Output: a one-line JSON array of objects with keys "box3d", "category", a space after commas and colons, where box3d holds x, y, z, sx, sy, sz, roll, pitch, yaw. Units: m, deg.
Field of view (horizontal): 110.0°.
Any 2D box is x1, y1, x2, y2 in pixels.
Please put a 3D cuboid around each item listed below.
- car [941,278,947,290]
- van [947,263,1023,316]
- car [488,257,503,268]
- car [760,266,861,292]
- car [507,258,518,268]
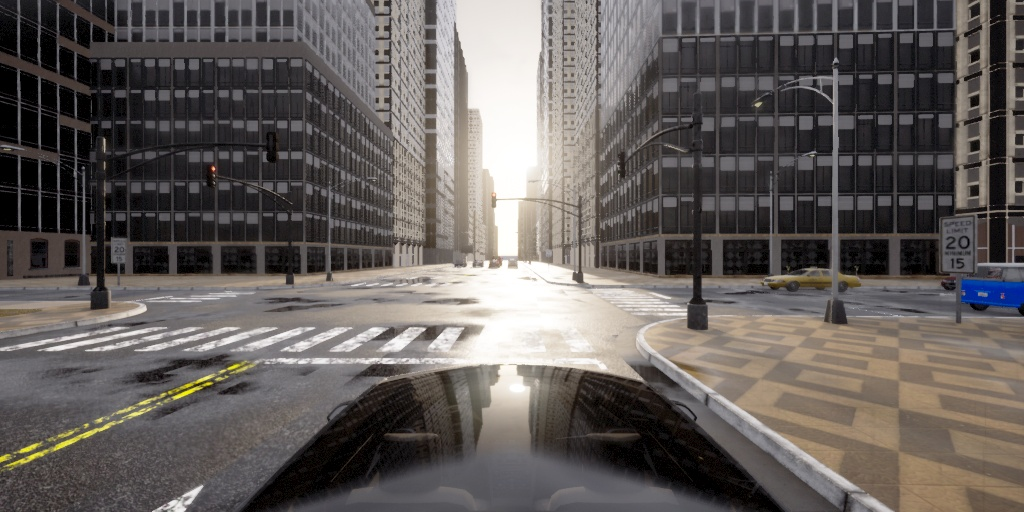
[{"box3d": [26.964, 1.356, 20.190, 4.207, 1.307, 1.802, 0, 0, 2], "category": "car"}, {"box3d": [18.382, 1.119, 12.524, 3.998, 1.789, 1.690, 0, 0, 2], "category": "van"}, {"box3d": [-3.105, 1.386, 63.331, 1.812, 1.442, 4.674, 0, 0, 0], "category": "car"}, {"box3d": [17.131, 1.293, 20.699, 4.829, 1.417, 1.751, 0, 0, 2], "category": "car"}, {"box3d": [0.146, 1.407, 63.323, 2.033, 1.411, 5.357, 0, 0, 0], "category": "car"}]
